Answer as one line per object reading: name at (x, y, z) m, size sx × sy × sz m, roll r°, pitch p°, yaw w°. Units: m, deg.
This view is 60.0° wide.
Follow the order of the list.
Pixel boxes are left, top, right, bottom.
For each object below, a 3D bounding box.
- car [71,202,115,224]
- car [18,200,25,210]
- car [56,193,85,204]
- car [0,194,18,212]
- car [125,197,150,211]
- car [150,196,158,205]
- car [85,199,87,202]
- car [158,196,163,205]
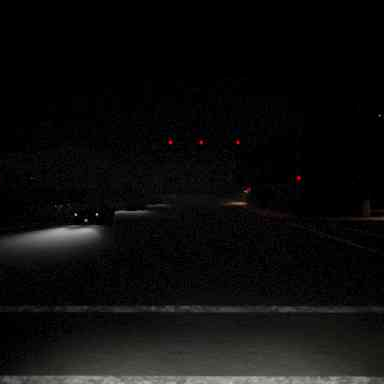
car at (-7.085, 1.591, 24.460) m, size 1.895 × 1.301 × 4.718 m, roll 0°, pitch 0°, yaw 0°
car at (-21.253, 1.142, 37.699) m, size 3.866 × 1.878 × 1.905 m, roll 0°, pitch 0°, yaw 0°
car at (-21.199, 1.135, 57.322) m, size 3.866 × 1.878 × 1.905 m, roll 0°, pitch 0°, yaw 0°
car at (-21.320, 1.140, 34.805) m, size 4.605 × 1.855 × 1.932 m, roll 0°, pitch 0°, yaw 0°
car at (-6.939, 1.462, 41.339) m, size 1.882 × 1.535 × 5.008 m, roll 0°, pitch 0°, yaw 2°
car at (-6.619, 1.321, 48.878) m, size 1.812 × 1.442 × 4.674 m, roll 0°, pitch 0°, yaw 2°
car at (-21.174, 1.373, 60.217) m, size 3.806 × 1.475 × 1.970 m, roll 0°, pitch 0°, yaw 0°
car at (-6.389, 1.455, 58.995) m, size 1.882 × 1.535 × 5.008 m, roll 0°, pitch 0°, yaw 2°
